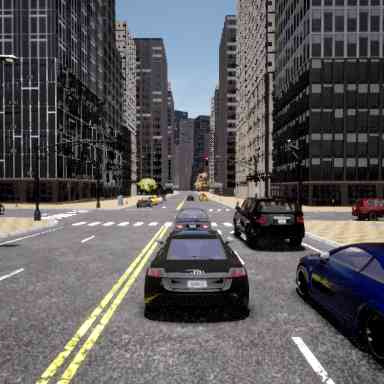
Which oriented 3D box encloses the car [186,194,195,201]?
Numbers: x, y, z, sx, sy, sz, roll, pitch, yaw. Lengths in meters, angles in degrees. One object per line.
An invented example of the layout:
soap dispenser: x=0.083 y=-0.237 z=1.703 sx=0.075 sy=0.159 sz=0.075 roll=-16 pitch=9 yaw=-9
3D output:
car: x=-0.371 y=1.426 z=79.402 sx=1.837 sy=1.490 sz=4.892 roll=0 pitch=0 yaw=0

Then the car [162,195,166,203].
car: x=-6.841 y=1.469 z=66.544 sx=1.812 sy=1.442 sz=4.674 roll=0 pitch=0 yaw=0

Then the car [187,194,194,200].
car: x=-0.418 y=1.387 z=89.461 sx=1.882 sy=1.535 sz=5.008 roll=0 pitch=0 yaw=0

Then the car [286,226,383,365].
car: x=3.333 y=1.561 z=5.803 sx=1.994 sy=1.385 sz=4.181 roll=0 pitch=0 yaw=-1

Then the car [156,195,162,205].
car: x=-6.849 y=1.433 z=57.096 sx=1.882 sy=1.535 sz=5.008 roll=0 pitch=0 yaw=0

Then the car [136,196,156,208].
car: x=-6.815 y=1.529 z=48.167 sx=1.994 sy=1.385 sz=4.181 roll=0 pitch=0 yaw=0

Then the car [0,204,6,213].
car: x=-19.947 y=1.345 z=30.927 sx=4.892 sy=1.490 sz=1.837 roll=1 pitch=1 yaw=1

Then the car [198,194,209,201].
car: x=2.883 y=1.396 z=78.641 sx=1.882 sy=1.535 sz=5.008 roll=0 pitch=0 yaw=0

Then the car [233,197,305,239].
car: x=3.304 y=1.213 z=15.224 sx=2.150 sy=2.045 sz=5.566 roll=0 pitch=0 yaw=-2

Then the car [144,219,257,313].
car: x=0.066 y=1.560 z=7.772 sx=1.994 sy=1.385 sz=4.181 roll=0 pitch=0 yaw=-1

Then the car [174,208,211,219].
car: x=0.021 y=1.538 z=16.994 sx=2.033 sy=1.411 sz=5.357 roll=0 pitch=0 yaw=0

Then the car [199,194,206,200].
car: x=2.834 y=1.242 z=89.058 sx=1.837 sy=1.490 sz=4.892 roll=0 pitch=0 yaw=0

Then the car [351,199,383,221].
car: x=16.071 y=1.520 z=27.913 sx=5.009 sy=1.841 sz=2.192 roll=1 pitch=0 yaw=1

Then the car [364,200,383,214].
car: x=21.641 y=1.643 z=36.225 sx=4.829 sy=1.417 sz=1.752 roll=1 pitch=0 yaw=1
